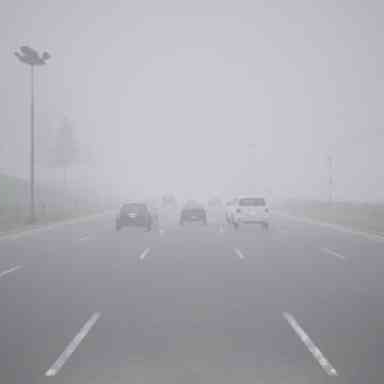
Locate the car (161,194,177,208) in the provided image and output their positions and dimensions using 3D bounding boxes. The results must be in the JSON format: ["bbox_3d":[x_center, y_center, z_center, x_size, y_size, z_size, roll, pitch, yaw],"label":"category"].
[{"bbox_3d":[-3.495,1.346,50.878,2.150,2.045,5.566,0,0,0],"label":"car"}]

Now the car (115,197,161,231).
[{"bbox_3d":[-3.399,1.405,21.179,2.097,1.767,4.553,0,0,0],"label":"car"}]

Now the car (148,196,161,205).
[{"bbox_3d":[-6.989,1.635,62.174,1.882,1.535,5.008,0,0,0],"label":"car"}]

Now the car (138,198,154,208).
[{"bbox_3d":[-6.995,1.652,51.403,1.812,1.442,4.674,0,0,0],"label":"car"}]

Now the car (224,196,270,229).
[{"bbox_3d":[3.602,1.274,22.135,2.150,2.045,5.566,0,0,0],"label":"car"}]

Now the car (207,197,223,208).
[{"bbox_3d":[3.505,1.477,51.328,2.097,1.767,4.553,0,0,0],"label":"car"}]

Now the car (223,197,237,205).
[{"bbox_3d":[7.011,1.712,62.170,2.033,1.411,5.357,0,0,0],"label":"car"}]

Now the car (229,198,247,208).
[{"bbox_3d":[7.005,1.671,50.846,2.033,1.411,5.357,0,0,0],"label":"car"}]

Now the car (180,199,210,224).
[{"bbox_3d":[0.102,1.539,25.104,1.882,1.535,5.008,0,0,0],"label":"car"}]
